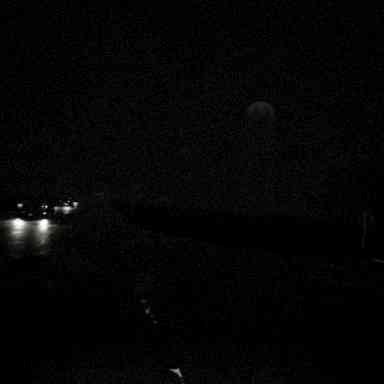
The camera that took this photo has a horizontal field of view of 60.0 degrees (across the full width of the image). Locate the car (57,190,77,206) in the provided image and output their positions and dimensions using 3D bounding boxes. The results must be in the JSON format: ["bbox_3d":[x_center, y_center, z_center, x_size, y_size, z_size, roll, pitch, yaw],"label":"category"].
[{"bbox_3d":[-16.954,0.770,43.849,2.150,2.045,5.566,3,-1,-15],"label":"car"}]

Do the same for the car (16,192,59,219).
[{"bbox_3d":[-11.607,0.973,24.932,2.097,1.767,4.553,3,-1,-16],"label":"car"}]
